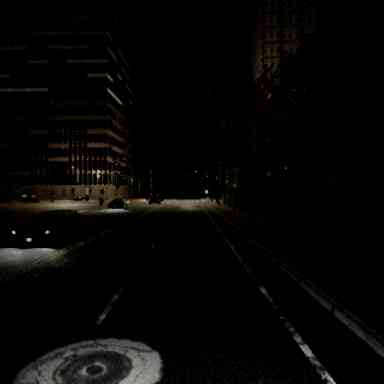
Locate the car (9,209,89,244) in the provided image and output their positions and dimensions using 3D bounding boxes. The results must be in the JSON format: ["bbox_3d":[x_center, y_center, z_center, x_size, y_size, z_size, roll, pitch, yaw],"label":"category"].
[{"bbox_3d":[-6.598,1.552,16.117,2.033,1.411,5.357,0,0,0],"label":"car"}]

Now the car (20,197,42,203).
[{"bbox_3d":[-32.856,1.616,67.826,4.206,1.307,1.802,0,1,2],"label":"car"}]

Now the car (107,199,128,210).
[{"bbox_3d":[-9.829,1.586,44.138,1.994,1.385,4.181,0,0,0],"label":"car"}]

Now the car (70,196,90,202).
[{"bbox_3d":[-25.529,1.511,75.690,4.313,1.339,1.947,0,1,2],"label":"car"}]

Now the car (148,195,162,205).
[{"bbox_3d":[-6.494,1.306,58.504,2.097,1.767,4.553,0,0,0],"label":"car"}]

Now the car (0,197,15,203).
[{"bbox_3d":[-38.405,1.602,67.999,4.206,1.307,1.802,0,1,2],"label":"car"}]
